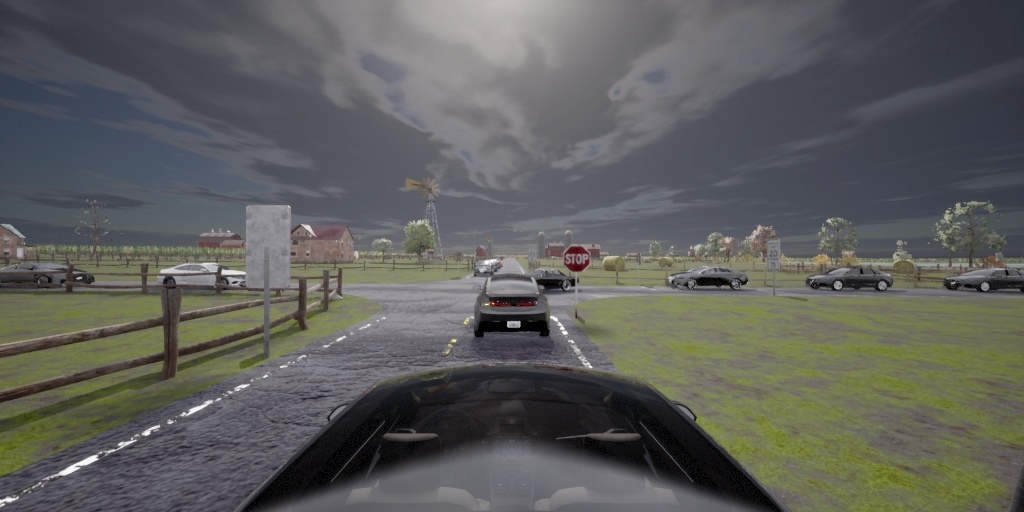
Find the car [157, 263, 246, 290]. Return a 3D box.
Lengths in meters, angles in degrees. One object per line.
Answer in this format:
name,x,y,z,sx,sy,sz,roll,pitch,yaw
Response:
car,-17.234,1.104,20.263,4.674,1.442,1.812,1,-1,-1

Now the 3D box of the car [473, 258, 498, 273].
car,-2.840,1.243,36.985,2.128,1.511,4.902,0,0,0

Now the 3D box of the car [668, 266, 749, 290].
car,12.810,1.397,23.565,4.902,1.511,2.128,1,-1,-2

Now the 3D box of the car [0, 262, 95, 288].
car,-26.354,1.048,20.146,4.181,1.385,1.994,1,-1,-1

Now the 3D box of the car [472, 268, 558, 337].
car,-0.069,1.256,10.297,1.837,1.490,4.892,0,0,-3

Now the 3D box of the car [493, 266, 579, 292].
car,1.509,1.369,20.342,4.718,1.301,1.895,1,0,-35

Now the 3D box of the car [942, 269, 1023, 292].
car,31.714,1.588,23.846,4.892,1.490,1.837,1,-1,-1

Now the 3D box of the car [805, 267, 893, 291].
car,22.212,1.500,23.731,4.892,1.490,1.837,1,-1,-1

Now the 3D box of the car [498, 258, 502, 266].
car,-2.828,1.242,46.431,2.128,1.511,4.902,0,0,0
